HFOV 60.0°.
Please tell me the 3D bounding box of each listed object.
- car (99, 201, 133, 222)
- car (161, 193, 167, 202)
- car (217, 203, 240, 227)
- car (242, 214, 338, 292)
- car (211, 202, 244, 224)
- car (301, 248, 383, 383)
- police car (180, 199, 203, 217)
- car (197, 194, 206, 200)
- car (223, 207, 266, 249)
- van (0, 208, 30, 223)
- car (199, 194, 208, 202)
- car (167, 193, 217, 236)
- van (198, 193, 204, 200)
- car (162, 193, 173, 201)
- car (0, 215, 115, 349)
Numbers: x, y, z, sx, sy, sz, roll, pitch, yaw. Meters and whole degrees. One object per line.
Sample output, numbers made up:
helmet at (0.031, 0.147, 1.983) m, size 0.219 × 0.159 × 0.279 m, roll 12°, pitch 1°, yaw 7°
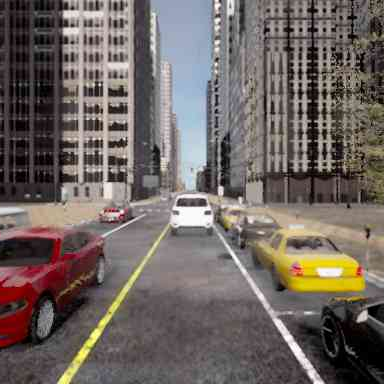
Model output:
car at (-5.761, 1.425, 25.590) m, size 1.967 × 1.590 × 4.097 m, roll 0°, pitch 0°, yaw 0°
car at (-5.996, 1.336, 74.852) m, size 1.967 × 1.590 × 4.097 m, roll 0°, pitch 0°, yaw 0°
car at (2.635, 1.516, 20.117) m, size 1.752 × 1.417 × 4.829 m, roll 0°, pitch 0°, yaw 0°
car at (2.667, 1.524, 8.779) m, size 1.752 × 1.417 × 4.829 m, roll 0°, pitch 0°, yaw 0°
car at (2.619, 1.536, 25.615) m, size 2.008 × 1.369 × 4.403 m, roll 0°, pitch 0°, yaw 0°
car at (2.683, 1.566, 2.940) m, size 1.947 × 1.339 × 4.313 m, roll 0°, pitch 0°, yaw 0°
police car at (0.005, 1.481, 32.312) m, size 2.038 × 1.542 × 4.974 m, roll 0°, pitch 0°, yaw 0°
car at (2.447, 1.303, 86.243) m, size 1.967 × 1.590 × 4.097 m, roll 0°, pitch 0°, yaw 0°
car at (2.652, 1.546, 14.276) m, size 2.008 × 1.369 × 4.403 m, roll 0°, pitch 0°, yaw 0°
van at (-5.713, 1.339, 8.584) m, size 1.690 × 1.788 × 3.998 m, roll 0°, pitch 0°, yaw 0°
car at (2.576, 1.337, 74.875) m, size 1.967 × 1.590 × 4.097 m, roll 0°, pitch 0°, yaw 0°
car at (0.031, 1.207, 18.736) m, size 2.150 × 2.045 × 5.566 m, roll 0°, pitch -1°, yaw 1°
van at (2.432, 1.186, 91.928) m, size 1.690 × 1.788 × 3.998 m, roll 0°, pitch 0°, yaw 0°
car at (-5.945, 1.195, 80.537) m, size 2.192 × 1.841 × 5.009 m, roll 0°, pitch 0°, yaw 0°
car at (-3.117, 1.476, 6.585) m, size 1.882 × 1.535 × 5.008 m, roll 0°, pitch 0°, yaw 0°
